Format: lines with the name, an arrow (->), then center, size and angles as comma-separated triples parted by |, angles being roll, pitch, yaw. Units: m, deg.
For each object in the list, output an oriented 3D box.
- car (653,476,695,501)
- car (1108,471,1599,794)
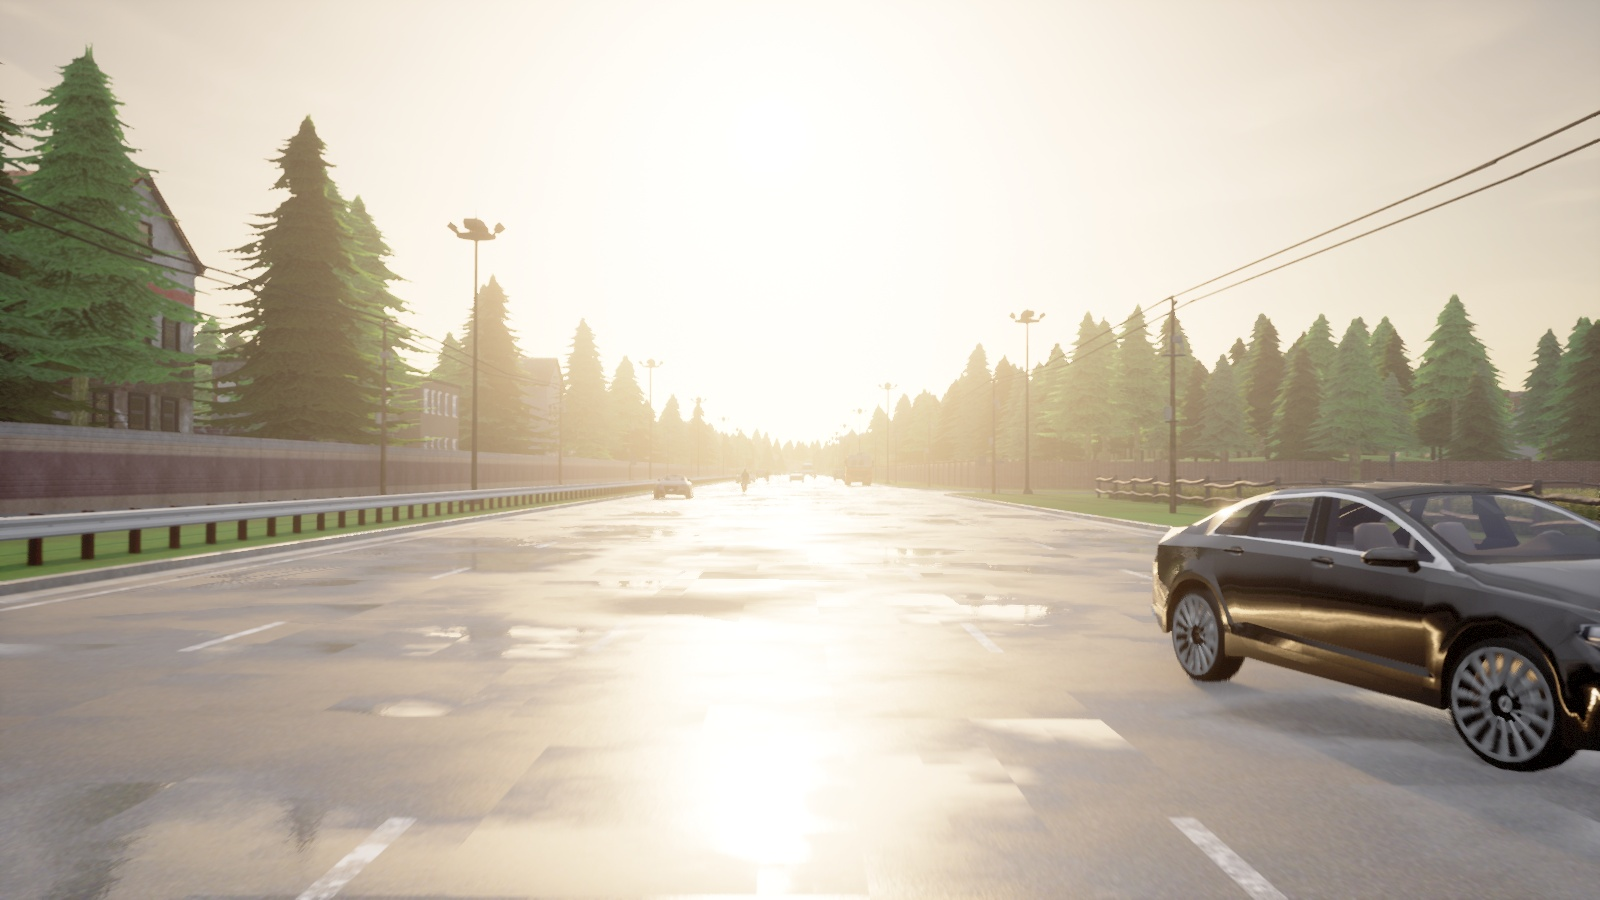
car -> -7.173, 2.163, 71.847 | 1.994, 1.385, 4.181 | 0, -1, 0
car -> 4.215, 0.901, 8.318 | 2.128, 1.511, 4.902 | 0, -1, -15
